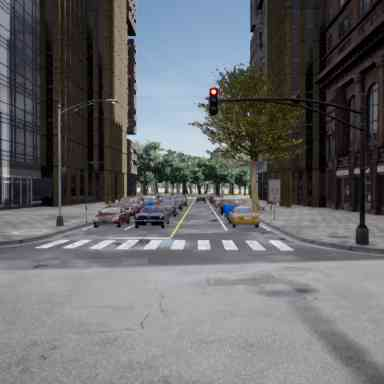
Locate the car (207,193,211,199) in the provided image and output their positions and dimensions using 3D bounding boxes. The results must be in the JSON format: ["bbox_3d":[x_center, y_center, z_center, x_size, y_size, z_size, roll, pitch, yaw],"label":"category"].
[{"bbox_3d":[4.335,1.207,61.494,2.192,1.841,5.009,-1,0,1],"label":"car"}]

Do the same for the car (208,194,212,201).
[{"bbox_3d":[4.195,1.459,55.817,2.008,1.369,4.403,-1,0,1],"label":"car"}]

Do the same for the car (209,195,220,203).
[{"bbox_3d":[4.479,1.427,67.172,2.008,1.369,4.403,-1,0,1],"label":"car"}]

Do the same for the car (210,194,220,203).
[{"bbox_3d":[4.053,1.468,50.140,1.887,1.381,4.507,-1,0,1],"label":"car"}]

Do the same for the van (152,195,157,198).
[{"bbox_3d":[-4.899,1.304,33.313,1.690,1.788,3.998,-1,0,1],"label":"van"}]

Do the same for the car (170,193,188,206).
[{"bbox_3d":[-1.744,1.274,50.634,2.097,1.767,4.553,0,0,2],"label":"car"}]

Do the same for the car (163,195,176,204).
[{"bbox_3d":[-4.187,1.332,61.702,1.967,1.590,4.097,0,0,1],"label":"car"}]

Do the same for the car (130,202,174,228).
[{"bbox_3d":[-2.507,1.582,21.887,1.895,1.301,4.718,0,0,2],"label":"car"}]

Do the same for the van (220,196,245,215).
[{"bbox_3d":[3.482,1.314,27.430,1.690,1.788,3.998,-1,0,1],"label":"van"}]

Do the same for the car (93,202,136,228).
[{"bbox_3d":[-5.181,1.563,21.956,1.802,1.307,4.206,-1,0,1],"label":"car"}]

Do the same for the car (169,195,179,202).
[{"bbox_3d":[-3.901,1.441,73.058,1.802,1.307,4.206,0,0,1],"label":"car"}]

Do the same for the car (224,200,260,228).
[{"bbox_3d":[3.346,1.507,21.921,1.752,1.417,4.829,-1,0,1],"label":"car"}]

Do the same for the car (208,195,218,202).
[{"bbox_3d":[4.621,1.410,72.849,2.008,1.369,4.403,0,0,1],"label":"car"}]

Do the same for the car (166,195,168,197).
[{"bbox_3d":[-4.612,1.488,44.669,2.008,1.369,4.403,-1,0,1],"label":"car"}]

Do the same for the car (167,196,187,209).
[{"bbox_3d":[-2.032,1.548,40.530,1.895,1.301,4.718,0,0,2],"label":"car"}]

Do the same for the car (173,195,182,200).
[{"bbox_3d":[-3.617,1.370,84.413,1.887,1.381,4.507,0,0,1],"label":"car"}]

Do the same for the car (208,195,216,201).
[{"bbox_3d":[4.764,1.424,78.527,1.802,1.307,4.206,0,0,1],"label":"car"}]

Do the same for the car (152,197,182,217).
[{"bbox_3d":[-2.269,1.472,31.223,1.837,1.490,4.892,0,0,2],"label":"car"}]

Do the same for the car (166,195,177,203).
[{"bbox_3d":[-4.044,1.420,67.380,1.887,1.381,4.507,0,0,1],"label":"car"}]

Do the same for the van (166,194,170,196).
[{"bbox_3d":[-4.330,1.248,56.024,1.690,1.788,3.998,0,0,1],"label":"van"}]

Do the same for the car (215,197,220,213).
[{"bbox_3d":[3.626,1.529,33.108,1.947,1.339,4.313,-1,0,1],"label":"car"}]

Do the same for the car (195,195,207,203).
[{"bbox_3d":[1.791,1.384,65.894,1.837,1.490,4.892,0,0,1],"label":"car"}]

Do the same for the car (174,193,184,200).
[{"bbox_3d":[-3.477,1.122,90.091,2.192,1.841,5.009,0,0,1],"label":"car"}]

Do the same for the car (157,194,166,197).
[{"bbox_3d":[-4.757,1.266,38.991,2.192,1.841,5.009,-1,0,1],"label":"car"}]

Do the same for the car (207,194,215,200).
[{"bbox_3d":[5.048,1.373,89.881,1.947,1.339,4.313,0,0,1],"label":"car"}]

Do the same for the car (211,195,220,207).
[{"bbox_3d":[3.915,1.463,44.633,1.752,1.417,4.829,-1,0,1],"label":"car"}]

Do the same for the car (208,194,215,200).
[{"bbox_3d":[4.909,1.350,84.374,1.752,1.417,4.829,0,0,1],"label":"car"}]

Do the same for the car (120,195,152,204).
[{"bbox_3d":[-5.042,1.288,27.635,2.192,1.841,5.009,-1,0,1],"label":"car"}]
